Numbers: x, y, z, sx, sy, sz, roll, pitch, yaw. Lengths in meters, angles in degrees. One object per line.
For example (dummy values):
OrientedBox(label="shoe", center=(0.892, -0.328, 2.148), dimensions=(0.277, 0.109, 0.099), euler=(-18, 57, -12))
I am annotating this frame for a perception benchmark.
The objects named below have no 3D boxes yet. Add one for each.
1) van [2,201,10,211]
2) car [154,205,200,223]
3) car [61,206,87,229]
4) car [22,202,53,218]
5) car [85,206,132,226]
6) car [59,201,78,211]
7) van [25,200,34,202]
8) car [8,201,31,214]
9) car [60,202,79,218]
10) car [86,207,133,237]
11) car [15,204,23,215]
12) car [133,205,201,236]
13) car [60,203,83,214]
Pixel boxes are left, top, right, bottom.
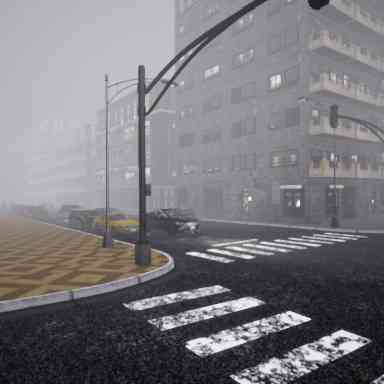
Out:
OrientedBox(label="van", center=(-31.634, 2.433, 57.378), dimensions=(1.690, 1.788, 3.998), euler=(-2, 0, -36))
OrientedBox(label="car", center=(-1.443, 1.915, 30.447), dimensions=(2.008, 1.369, 4.403), euler=(-2, 0, -36))
OrientedBox(label="car", center=(-8.194, 2.002, 25.484), dimensions=(1.947, 1.339, 4.313), euler=(-2, 0, -36))
OrientedBox(label="car", center=(-18.237, 2.262, 39.153), dimensions=(1.887, 1.381, 4.507), euler=(-2, 0, -36))
OrientedBox(label="car", center=(-7.274, 1.994, 28.622), dimensions=(2.033, 1.411, 5.357), euler=(-1, -1, -37))
OrientedBox(label="car", center=(-21.532, 2.367, 57.785), dimensions=(1.967, 1.590, 4.097), euler=(-2, 0, -36))
OrientedBox(label="van", center=(-41.621, 2.832, 85.123), dimensions=(1.690, 1.788, 3.998), euler=(-2, 0, -36))
OrientedBox(label="car", center=(-24.933, 2.449, 48.265), dimensions=(1.887, 1.381, 4.507), euler=(-2, 0, -36))
OrientedBox(label="car", center=(-13.230, 2.118, 36.751), dimensions=(1.837, 1.490, 4.892), euler=(-1, -1, -36))
OrientedBox(label="car", center=(-4.747, 1.865, 20.792), dimensions=(1.752, 1.417, 4.829), euler=(-2, 0, -36))
OrientedBox(label="car", center=(-21.584, 2.392, 43.709), dimensions=(1.802, 1.307, 4.206), euler=(-2, 0, -36))
OrientedBox(label="car", center=(-1.416, 1.775, 20.649), dimensions=(2.128, 1.511, 4.902), euler=(-1, -1, -36))
OrientedBox(label="car", center=(-17.339, 2.335, 47.722), dimensions=(1.994, 1.385, 4.181), euler=(-1, -1, -36))
